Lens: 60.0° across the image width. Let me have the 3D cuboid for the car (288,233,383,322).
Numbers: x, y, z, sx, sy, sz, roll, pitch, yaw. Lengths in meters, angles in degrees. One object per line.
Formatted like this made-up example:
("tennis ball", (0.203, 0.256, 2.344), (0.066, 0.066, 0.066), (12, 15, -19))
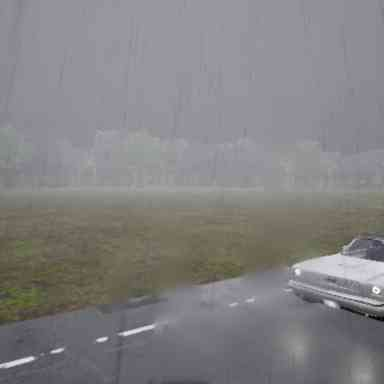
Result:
("car", (4.169, 1.600, 6.971), (4.718, 1.301, 1.895), (0, 0, -36))
